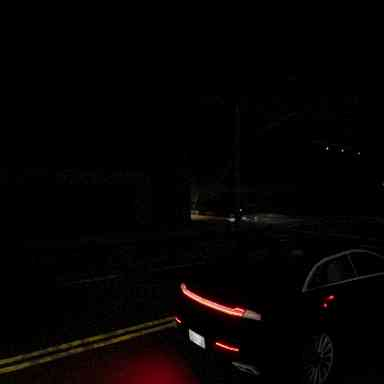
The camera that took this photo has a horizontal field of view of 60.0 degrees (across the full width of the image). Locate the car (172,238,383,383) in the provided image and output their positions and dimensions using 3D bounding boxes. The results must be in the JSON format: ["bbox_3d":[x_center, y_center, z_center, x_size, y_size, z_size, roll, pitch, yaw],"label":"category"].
[{"bbox_3d":[2.031,1.492,5.279,4.902,1.511,2.128,0,0,-35],"label":"car"}]

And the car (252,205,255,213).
[{"bbox_3d":[4.325,1.478,34.869,1.882,1.535,5.008,0,0,-37],"label":"car"}]

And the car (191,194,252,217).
[{"bbox_3d":[2.607,1.221,31.326,2.150,2.045,5.566,0,0,-36],"label":"car"}]

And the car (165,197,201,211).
[{"bbox_3d":[-1.215,1.492,42.289,2.128,1.511,4.902,0,0,-37],"label":"car"}]
